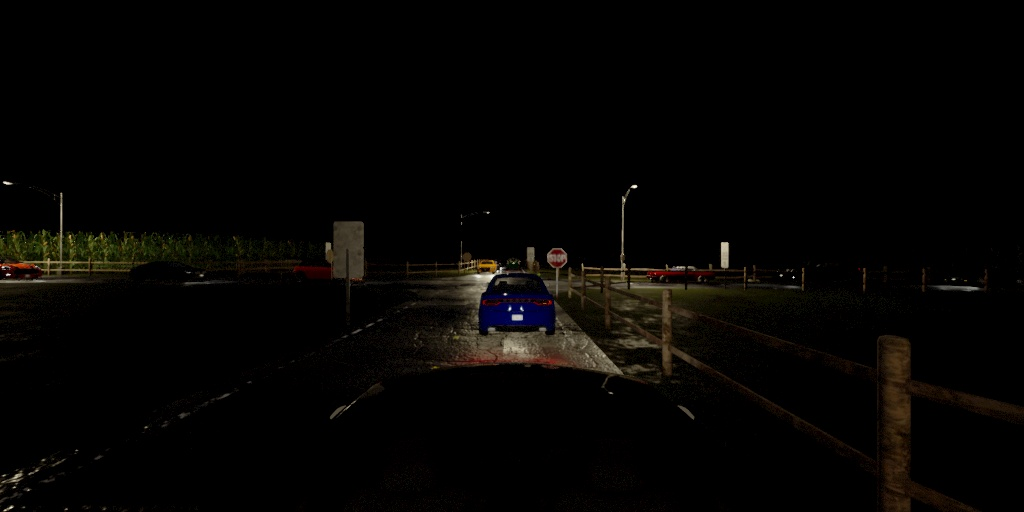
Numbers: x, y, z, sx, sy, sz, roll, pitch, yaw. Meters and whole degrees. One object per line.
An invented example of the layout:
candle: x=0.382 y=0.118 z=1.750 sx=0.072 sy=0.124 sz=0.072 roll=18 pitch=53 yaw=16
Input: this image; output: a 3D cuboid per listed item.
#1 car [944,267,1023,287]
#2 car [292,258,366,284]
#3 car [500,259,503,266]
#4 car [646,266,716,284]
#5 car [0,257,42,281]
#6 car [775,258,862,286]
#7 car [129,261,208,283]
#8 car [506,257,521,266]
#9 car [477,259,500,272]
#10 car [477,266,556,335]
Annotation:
car: x=36.482 y=1.577 z=27.618 sx=4.892 sy=1.490 sz=1.837 roll=1 pitch=0 yaw=1
car: x=-12.804 y=1.015 z=25.273 sx=4.553 sy=1.767 sz=2.097 roll=0 pitch=0 yaw=1
car: x=-2.713 y=1.309 z=51.006 sx=1.994 sy=1.385 sz=4.181 roll=0 pitch=0 yaw=0
car: x=12.990 y=1.463 z=27.888 sx=4.718 sy=1.301 sz=1.895 roll=0 pitch=0 yaw=0
car: x=-36.744 y=0.826 z=25.571 sx=4.553 sy=1.767 sz=2.097 roll=0 pitch=0 yaw=1
car: x=23.650 y=1.175 z=27.788 sx=5.566 sy=2.045 sz=2.150 roll=1 pitch=0 yaw=0
car: x=-24.308 y=1.097 z=25.414 sx=4.674 sy=1.442 sz=1.812 roll=0 pitch=0 yaw=1
car: x=0.228 y=1.096 z=54.653 sx=2.097 sy=1.767 sz=4.553 roll=0 pitch=0 yaw=0
car: x=-2.787 y=1.223 z=40.990 sx=1.882 sy=1.535 sz=5.008 roll=0 pitch=0 yaw=1
car: x=0.123 y=1.227 z=10.499 sx=1.882 sy=1.535 sz=5.008 roll=0 pitch=0 yaw=0
